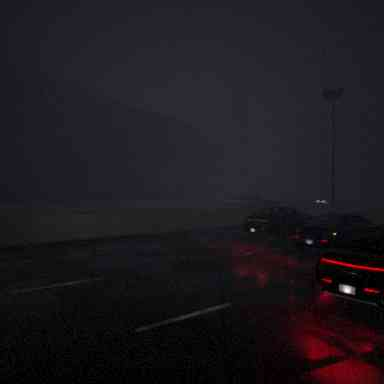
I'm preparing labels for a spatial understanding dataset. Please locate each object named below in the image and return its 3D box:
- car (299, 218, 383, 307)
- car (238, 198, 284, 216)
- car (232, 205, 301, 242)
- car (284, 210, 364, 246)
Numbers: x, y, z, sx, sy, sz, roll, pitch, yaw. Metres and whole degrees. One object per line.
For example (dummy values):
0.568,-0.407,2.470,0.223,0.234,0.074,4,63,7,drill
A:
4.695,1.488,7.442,4.892,1.490,1.837,0,0,-38,car
6.791,1.440,32.502,5.008,1.535,1.882,0,0,-43,car
4.585,1.470,16.330,4.902,1.511,2.128,0,0,-39,car
5.797,1.503,12.805,4.674,1.442,1.812,0,0,-39,car
